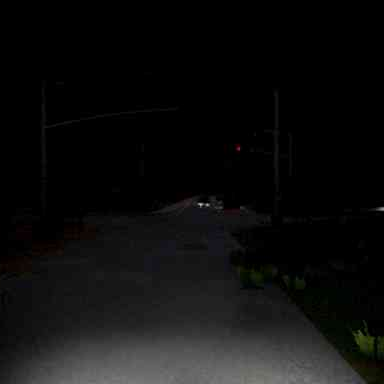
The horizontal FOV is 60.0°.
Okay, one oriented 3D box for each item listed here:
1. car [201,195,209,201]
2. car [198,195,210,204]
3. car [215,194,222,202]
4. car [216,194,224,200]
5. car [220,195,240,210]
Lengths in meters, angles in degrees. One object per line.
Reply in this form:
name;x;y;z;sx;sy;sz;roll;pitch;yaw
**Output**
car;2.997;1.345;76.102;1.812;1.442;4.674;0;0;3
car;2.216;1.410;60.423;2.033;1.411;5.357;0;0;3
car;6.304;1.431;71.990;1.895;1.301;4.718;0;0;3
car;6.781;1.159;81.952;1.837;1.490;4.892;0;0;3
car;4.817;1.373;40.966;1.882;1.535;5.008;0;0;3
